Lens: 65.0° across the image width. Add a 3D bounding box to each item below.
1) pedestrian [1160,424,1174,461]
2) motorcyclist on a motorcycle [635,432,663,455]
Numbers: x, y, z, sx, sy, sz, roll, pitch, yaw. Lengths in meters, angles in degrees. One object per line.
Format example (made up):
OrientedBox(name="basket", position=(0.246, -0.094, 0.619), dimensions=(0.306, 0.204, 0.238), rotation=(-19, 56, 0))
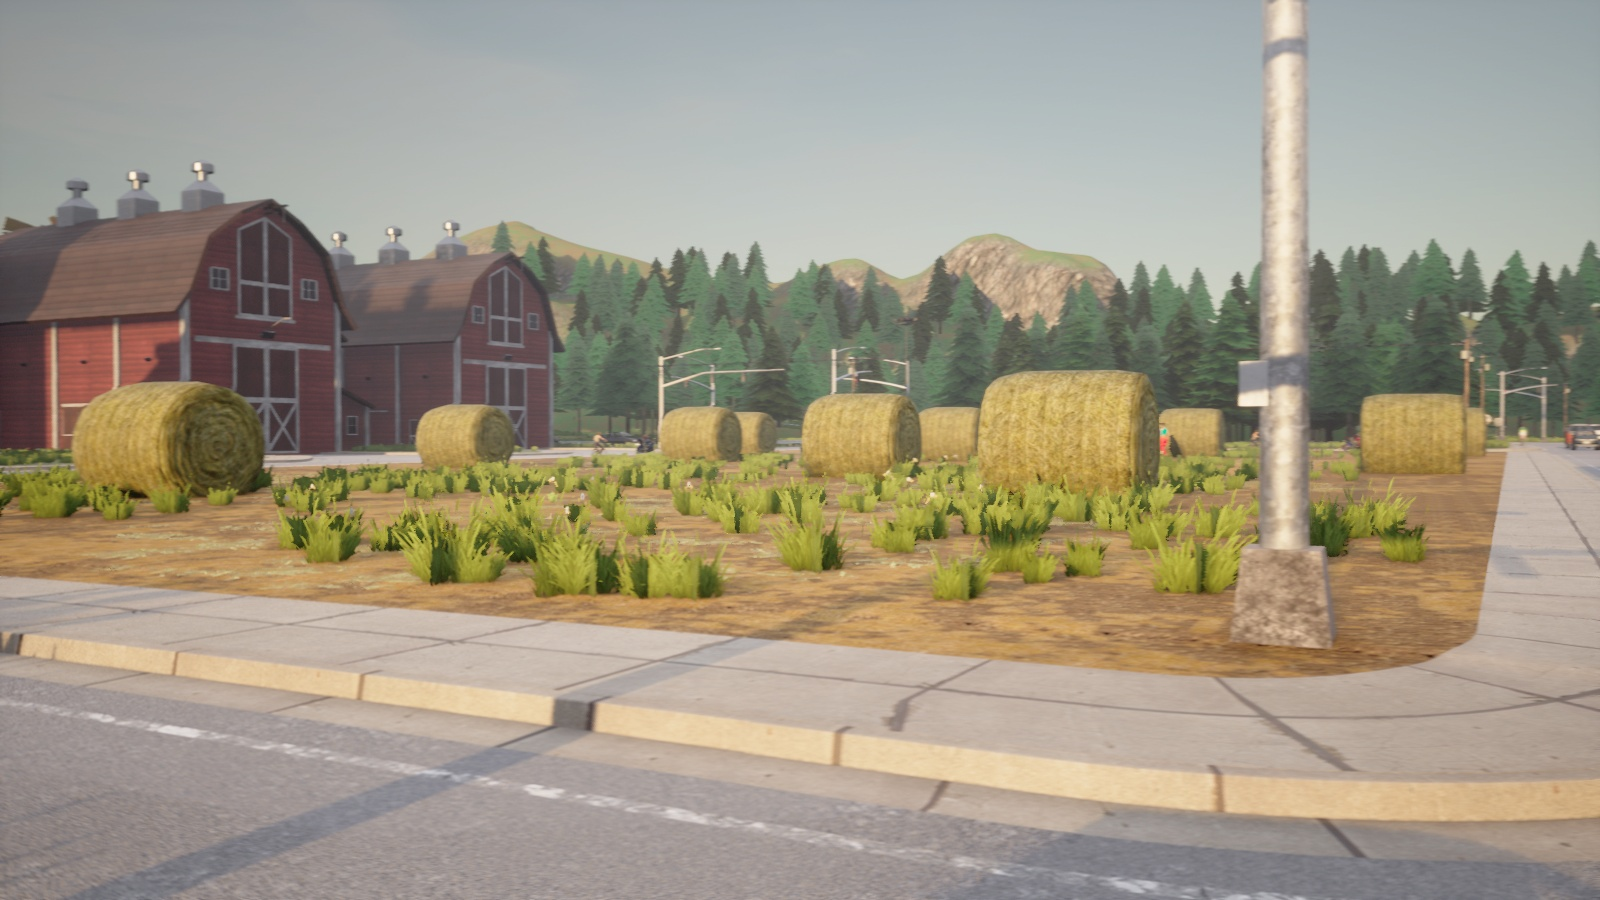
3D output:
OrientedBox(name="pedestrian", position=(17.981, -0.364, 61.475), dimensions=(0.345, 1.836, 0.594), rotation=(0, 1, -20))
OrientedBox(name="motorcyclist on a motorcycle", position=(-10.360, -0.455, 86.474), dimensions=(0.866, 1.530, 2.191), rotation=(1, 1, 26))
